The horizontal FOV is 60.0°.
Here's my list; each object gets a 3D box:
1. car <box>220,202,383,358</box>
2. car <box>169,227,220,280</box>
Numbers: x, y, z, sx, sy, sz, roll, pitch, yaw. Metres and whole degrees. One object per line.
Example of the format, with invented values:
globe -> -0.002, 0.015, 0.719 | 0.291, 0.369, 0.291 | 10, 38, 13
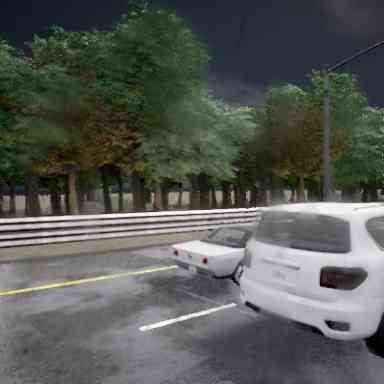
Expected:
car -> 3.386, 1.211, 6.156 | 5.566, 2.045, 2.150 | 0, 0, -35
car -> 1.829, 1.589, 9.343 | 4.718, 1.301, 1.895 | 0, 0, -35
